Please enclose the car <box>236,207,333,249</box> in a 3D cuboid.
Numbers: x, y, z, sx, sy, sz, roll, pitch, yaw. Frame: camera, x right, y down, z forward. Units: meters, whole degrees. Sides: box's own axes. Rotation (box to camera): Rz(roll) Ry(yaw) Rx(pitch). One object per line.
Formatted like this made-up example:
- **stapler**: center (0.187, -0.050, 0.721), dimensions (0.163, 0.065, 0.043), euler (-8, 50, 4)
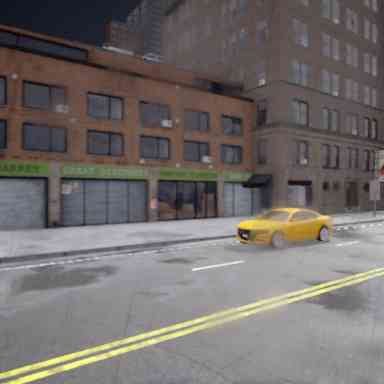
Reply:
- **car**: center (4.143, 1.459, 14.619), dimensions (5.008, 1.535, 1.882), euler (0, 0, -35)
